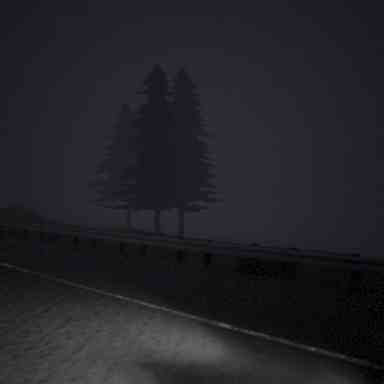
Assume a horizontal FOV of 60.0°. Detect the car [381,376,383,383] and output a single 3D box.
[{"bbox_3d":[3.541,1.595,1.510,4.718,1.301,1.895,0,0,35],"label":"car"}]
